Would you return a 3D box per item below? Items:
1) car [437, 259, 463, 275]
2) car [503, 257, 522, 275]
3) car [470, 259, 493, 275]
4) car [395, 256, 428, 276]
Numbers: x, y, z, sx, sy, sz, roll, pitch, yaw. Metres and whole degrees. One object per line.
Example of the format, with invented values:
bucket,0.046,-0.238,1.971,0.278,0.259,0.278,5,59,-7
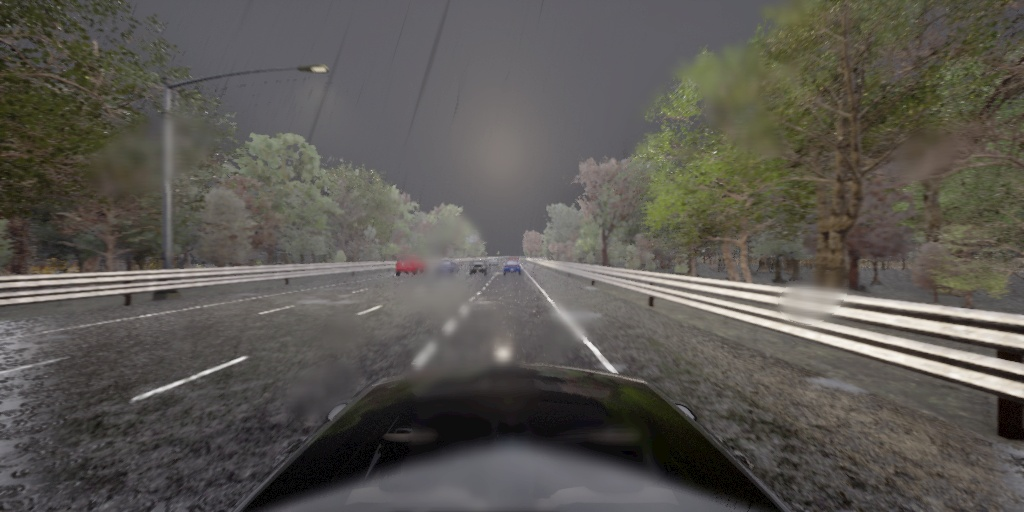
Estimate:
car,-6.969,1.291,39.432,1.812,1.442,4.674,0,0,0
car,0.036,1.243,39.620,1.882,1.535,5.008,0,0,0
car,-3.468,1.273,39.113,1.837,1.490,4.892,0,1,0
car,-10.483,0.989,37.679,2.150,2.045,5.566,0,0,0
